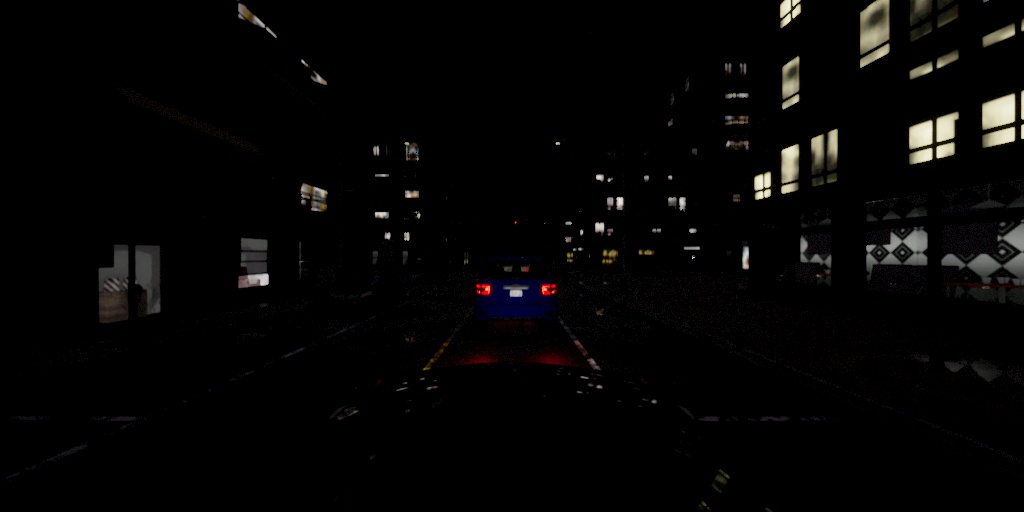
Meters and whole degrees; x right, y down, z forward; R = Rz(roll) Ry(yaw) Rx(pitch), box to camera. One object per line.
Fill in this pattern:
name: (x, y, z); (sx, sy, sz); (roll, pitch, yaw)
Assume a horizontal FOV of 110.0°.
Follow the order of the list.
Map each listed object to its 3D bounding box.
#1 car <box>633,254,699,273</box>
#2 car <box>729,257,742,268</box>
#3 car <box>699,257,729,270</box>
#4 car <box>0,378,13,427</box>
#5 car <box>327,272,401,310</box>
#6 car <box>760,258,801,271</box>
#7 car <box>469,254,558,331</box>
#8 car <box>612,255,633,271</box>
car: (14.713, 0.761, 34.461); (5.009, 1.841, 2.192); (0, 0, 0)
car: (25.671, 0.802, 42.936); (4.207, 1.307, 1.802); (0, 0, 0)
car: (21.187, 0.836, 40.289); (4.674, 1.442, 1.812); (-1, 0, -1)
car: (-5.690, 1.300, 1.566); (2.007, 1.370, 4.403); (0, 0, 0)
car: (-5.739, 1.325, 14.483); (1.802, 1.307, 4.207); (0, 0, 0)
car: (25.807, 0.804, 34.557); (4.313, 1.339, 1.948); (0, 0, 0)
car: (0.099, 0.966, 11.079); (2.150, 2.045, 5.566); (0, 0, 0)
car: (14.580, 0.742, 42.840); (5.009, 1.841, 2.192); (0, 0, 0)
